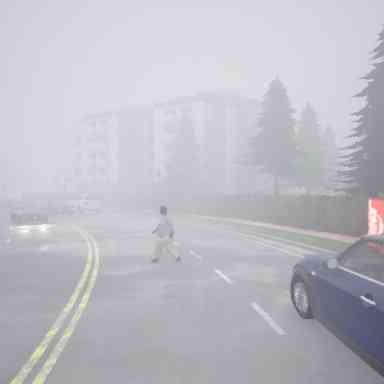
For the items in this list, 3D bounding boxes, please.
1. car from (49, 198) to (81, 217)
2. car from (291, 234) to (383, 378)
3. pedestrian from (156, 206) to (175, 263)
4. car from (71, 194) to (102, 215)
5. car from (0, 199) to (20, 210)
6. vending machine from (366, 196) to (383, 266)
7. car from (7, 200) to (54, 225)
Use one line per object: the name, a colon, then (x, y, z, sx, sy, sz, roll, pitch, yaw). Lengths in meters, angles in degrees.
car: (-12.824, 1.547, 31.258, 2.033, 1.411, 5.357, 0, 0, -44)
car: (3.042, 1.351, 4.552, 2.097, 1.767, 4.553, 0, 0, -4)
pedestrian: (-0.832, 1.294, 10.246, 0.375, 1.860, 0.375, 0, 0, -14)
car: (-11.519, 1.223, 34.751, 2.150, 2.045, 5.566, 0, 0, -45)
car: (-20.920, 1.491, 38.102, 4.902, 1.511, 2.128, 0, 0, 32)
vending machine: (6.265, 1.195, 10.471, 1.100, 2.100, 0.880, 0, 0, -12)
car: (-11.801, 1.564, 24.116, 1.994, 1.385, 4.181, 0, 0, -37)
